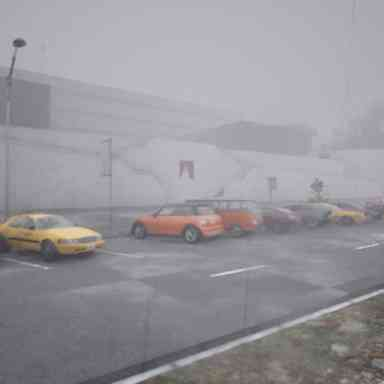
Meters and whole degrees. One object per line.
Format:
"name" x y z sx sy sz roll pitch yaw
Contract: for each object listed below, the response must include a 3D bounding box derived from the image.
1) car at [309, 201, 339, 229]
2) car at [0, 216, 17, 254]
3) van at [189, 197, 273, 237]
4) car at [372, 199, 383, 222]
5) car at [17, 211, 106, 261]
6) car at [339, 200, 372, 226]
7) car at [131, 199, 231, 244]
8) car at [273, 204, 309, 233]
"car" 6.450 1.496 21.237 4.792 1.488 2.163 -1 0 35
"car" -8.135 1.524 10.853 4.792 1.488 2.163 -1 -1 35
"van" 1.715 1.264 17.705 4.442 1.987 1.878 -1 -1 35
"car" 11.366 1.448 24.671 4.792 1.488 2.163 -1 -1 35
"car" -5.525 1.491 12.466 5.366 1.575 1.946 -1 -1 35
"car" 9.065 1.438 22.855 5.366 1.575 1.946 -1 -1 35
"car" -0.796 1.369 16.012 4.553 1.767 2.185 -1 -1 35
"car" 4.047 1.519 19.487 4.674 1.452 2.002 -1 0 35
